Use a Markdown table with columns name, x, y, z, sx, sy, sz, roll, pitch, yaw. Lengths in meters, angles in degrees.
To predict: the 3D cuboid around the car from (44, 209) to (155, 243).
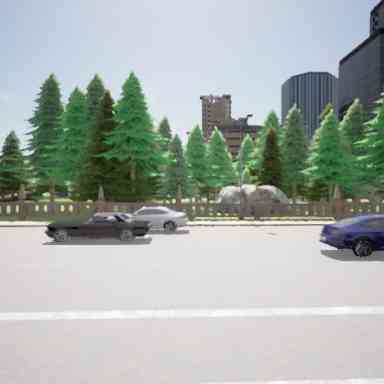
| name | x | y | z | sx | sy | sz | roll | pitch | yaw |
| --- | --- | --- | --- | --- | --- | --- | --- | --- | --- |
| car | -4.314 | 1.636 | 15.705 | 4.718 | 1.301 | 1.895 | 0 | 0 | -2 |

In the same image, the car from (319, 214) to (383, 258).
| name | x | y | z | sx | sy | sz | roll | pitch | yaw |
| --- | --- | --- | --- | --- | --- | --- | --- | --- | --- |
| car | 7.189 | 1.562 | 12.462 | 4.674 | 1.442 | 1.812 | 0 | 0 | -2 |

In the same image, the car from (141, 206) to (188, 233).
| name | x | y | z | sx | sy | sz | roll | pitch | yaw |
| --- | --- | --- | --- | --- | --- | --- | --- | --- | --- |
| car | -2.559 | 1.561 | 19.262 | 4.674 | 1.442 | 1.812 | 0 | 0 | -2 |
